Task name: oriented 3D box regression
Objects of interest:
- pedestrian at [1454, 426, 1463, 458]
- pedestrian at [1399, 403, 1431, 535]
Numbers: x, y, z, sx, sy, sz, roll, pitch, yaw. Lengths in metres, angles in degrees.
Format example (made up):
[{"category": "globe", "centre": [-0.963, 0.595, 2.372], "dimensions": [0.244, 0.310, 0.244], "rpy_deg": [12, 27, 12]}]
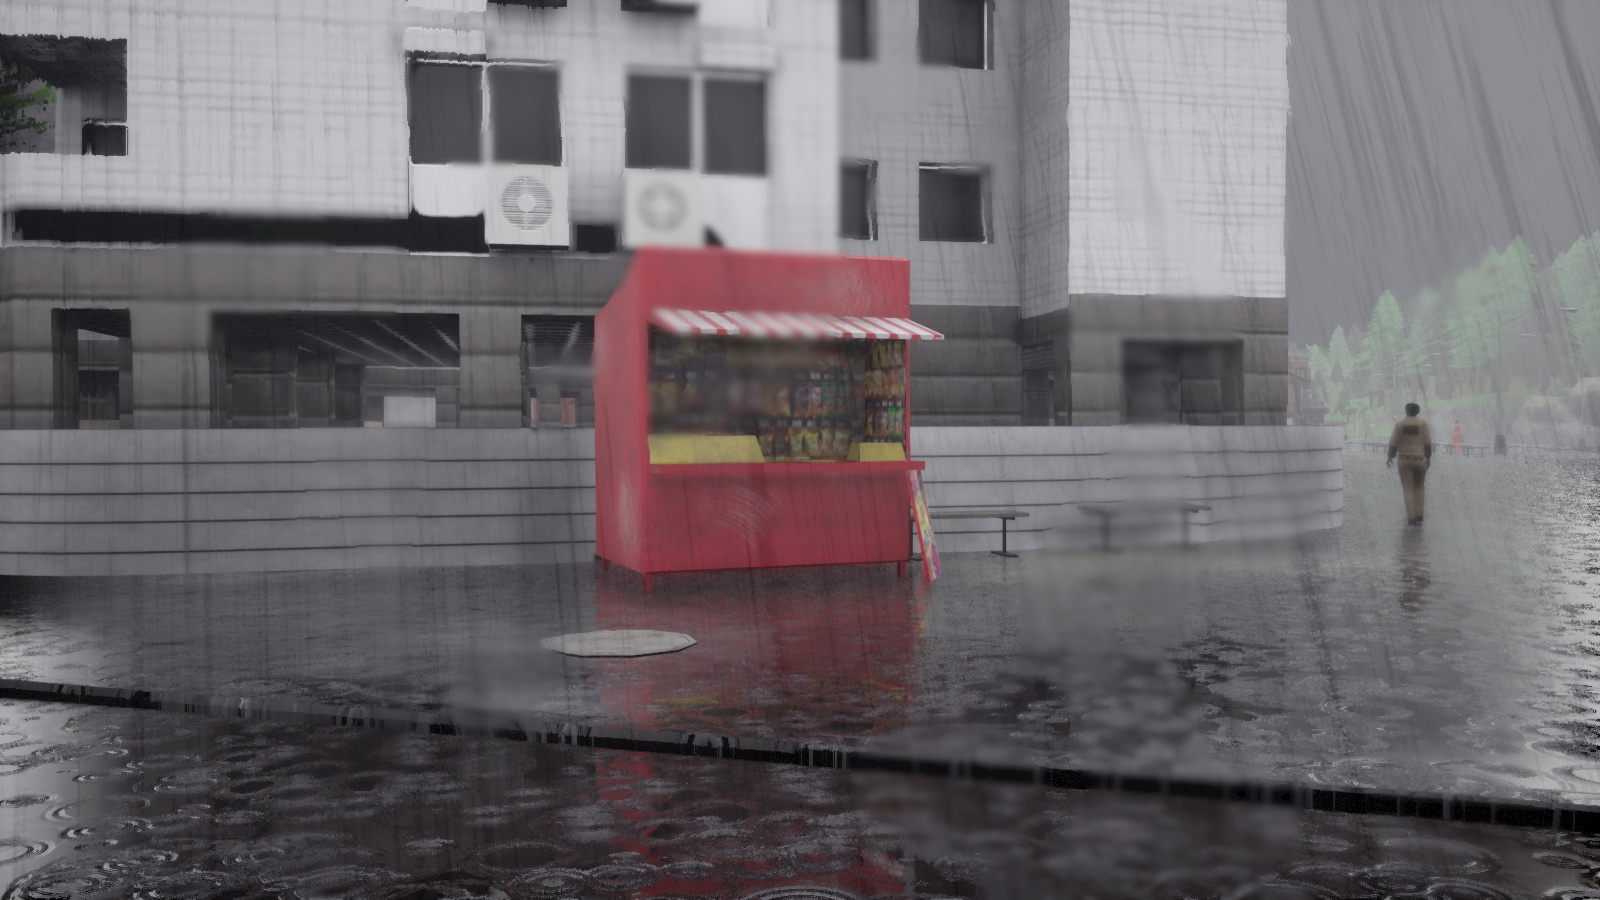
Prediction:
[{"category": "pedestrian", "centre": [37.002, -0.454, 70.560], "dimensions": [0.345, 1.836, 0.594], "rpy_deg": [1, 1, 19]}, {"category": "pedestrian", "centre": [9.163, 0.271, 18.710], "dimensions": [0.396, 1.930, 0.692], "rpy_deg": [1, 1, 28]}]
